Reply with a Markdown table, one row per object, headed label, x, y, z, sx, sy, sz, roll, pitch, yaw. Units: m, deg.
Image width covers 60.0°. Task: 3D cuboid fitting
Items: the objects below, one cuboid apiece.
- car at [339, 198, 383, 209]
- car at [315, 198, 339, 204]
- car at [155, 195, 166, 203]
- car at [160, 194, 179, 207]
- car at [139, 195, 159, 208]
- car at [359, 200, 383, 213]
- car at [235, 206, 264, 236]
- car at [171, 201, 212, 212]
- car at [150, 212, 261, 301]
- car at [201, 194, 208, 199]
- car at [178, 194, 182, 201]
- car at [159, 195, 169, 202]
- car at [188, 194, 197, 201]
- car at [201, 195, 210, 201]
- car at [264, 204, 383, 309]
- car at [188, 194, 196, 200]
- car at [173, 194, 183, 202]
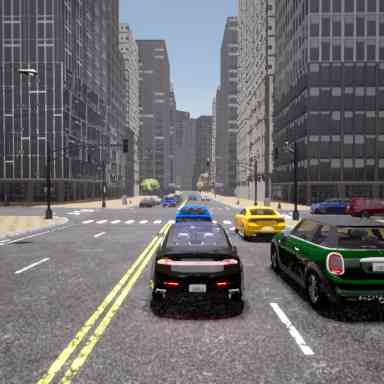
| label | x | y | z | sx | sy | sz | roll | pitch | yaw |
| --- | --- | --- | --- | --- | --- | --- | --- | --- | --- |
| car | 16.229 | 1.518 | 29.396 | 5.009 | 1.841 | 2.192 | 1 | 0 | 1 |
| car | 14.917 | 1.449 | 35.200 | 4.553 | 1.767 | 2.097 | 1 | 1 | 1 |
| car | -6.443 | 1.445 | 67.990 | 1.837 | 1.490 | 4.892 | 0 | 0 | 0 |
| car | -3.292 | 1.489 | 49.511 | 1.812 | 1.442 | 4.674 | 0 | 0 | 0 |
| car | -6.538 | 1.511 | 49.082 | 2.033 | 1.411 | 5.357 | 0 | 0 | 0 |
| car | 21.845 | 1.641 | 37.677 | 4.829 | 1.417 | 1.752 | 1 | 0 | 1 |
| car | 3.365 | 1.468 | 17.201 | 1.882 | 1.535 | 5.008 | 0 | 0 | 0 |
| car | 0.120 | 1.467 | 17.815 | 1.882 | 1.535 | 5.008 | 0 | 0 | 1 |
| car | 0.105 | 1.487 | 8.310 | 2.128 | 1.511 | 4.902 | 0 | 0 | 0 |
| car | 3.338 | 1.333 | 90.646 | 1.895 | 1.301 | 4.718 | 0 | 0 | 0 |
| car | -3.269 | 1.517 | 58.255 | 1.994 | 1.385 | 4.181 | 0 | 0 | 1 |
| car | -6.426 | 1.479 | 77.969 | 1.994 | 1.385 | 4.181 | 0 | 0 | 0 |
| car | 0.078 | 1.270 | 80.587 | 2.097 | 1.767 | 4.553 | 0 | 0 | 0 |
| car | 3.329 | 1.510 | 80.644 | 1.895 | 1.301 | 4.718 | 0 | 0 | 0 |
| car | 3.357 | 1.348 | 8.022 | 2.097 | 1.767 | 4.553 | 0 | 0 | 0 |
| car | 0.088 | 1.263 | 90.620 | 2.128 | 1.511 | 4.902 | 0 | 0 | 0 |
| car | -3.176 | 1.283 | 77.134 | 2.097 | 1.767 | 4.553 | 0 | 0 | 0 |
